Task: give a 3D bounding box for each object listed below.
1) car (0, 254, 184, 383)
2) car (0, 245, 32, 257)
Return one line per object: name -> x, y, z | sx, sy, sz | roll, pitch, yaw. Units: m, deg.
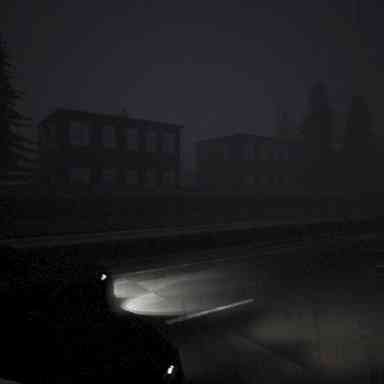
car -> -2.289, 1.492, 2.113 | 4.902, 1.511, 2.128 | 0, 0, -35
car -> -3.470, 1.564, 5.571 | 4.181, 1.385, 1.994 | 0, 0, -36
